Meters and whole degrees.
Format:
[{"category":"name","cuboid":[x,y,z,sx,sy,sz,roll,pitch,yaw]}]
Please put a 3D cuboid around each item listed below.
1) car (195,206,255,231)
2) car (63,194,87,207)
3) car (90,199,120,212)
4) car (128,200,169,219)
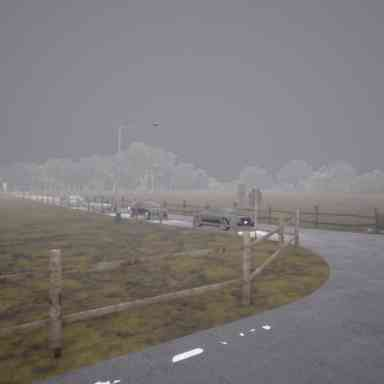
[{"category":"car","cuboid":[1.943,1.568,20.748,1.994,1.385,4.181,1,-1,-35]},{"category":"car","cuboid":[-15.820,1.245,45.549,1.812,1.442,4.674,1,1,-35]},{"category":"car","cuboid":[-9.679,1.505,36.927,1.895,1.301,4.718,1,0,-35]},{"category":"car","cuboid":[-3.836,1.500,28.805,1.837,1.490,4.892,1,-1,-36]}]
